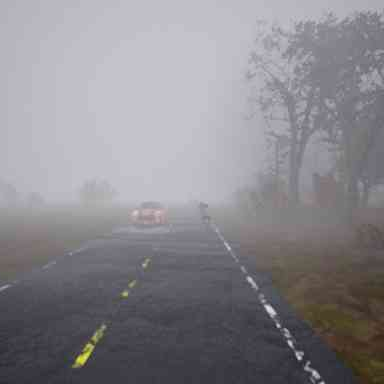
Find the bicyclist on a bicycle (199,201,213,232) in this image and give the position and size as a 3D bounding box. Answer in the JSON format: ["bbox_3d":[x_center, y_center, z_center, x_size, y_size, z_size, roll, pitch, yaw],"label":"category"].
[{"bbox_3d":[0.881,1.526,19.988,0.866,1.612,1.509,-1,0,0],"label":"bicyclist on a bicycle"}]

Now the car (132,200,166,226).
[{"bbox_3d":[-3.067,1.463,24.429,2.097,1.767,4.553,0,0,0],"label":"car"}]

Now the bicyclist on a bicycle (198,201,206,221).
[{"bbox_3d":[0.849,1.579,28.232,0.582,1.620,1.656,-1,-1,0],"label":"bicyclist on a bicycle"}]

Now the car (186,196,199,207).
[{"bbox_3d":[0.169,1.787,57.775,1.812,1.442,4.674,0,0,0],"label":"car"}]
